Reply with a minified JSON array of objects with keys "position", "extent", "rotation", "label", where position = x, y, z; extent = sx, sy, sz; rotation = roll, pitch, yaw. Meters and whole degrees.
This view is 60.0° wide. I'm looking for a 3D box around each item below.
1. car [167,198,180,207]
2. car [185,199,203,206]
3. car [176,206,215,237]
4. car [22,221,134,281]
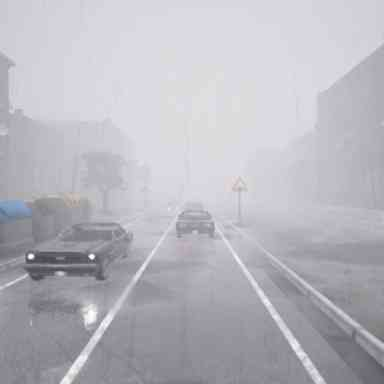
[{"position":[-2.853,1.640,52.706],"extent":[2.033,1.411,5.357],"rotation":[0,0,1],"label":"car"},{"position":[0.236,1.553,36.404],"extent":[1.882,1.535,5.008],"rotation":[0,0,0],"label":"car"},{"position":[0.170,1.631,18.155],"extent":[1.895,1.301,4.718],"rotation":[0,0,0],"label":"car"},{"position":[-3.073,1.611,10.008],"extent":[1.895,1.301,4.718],"rotation":[0,0,0],"label":"car"}]
